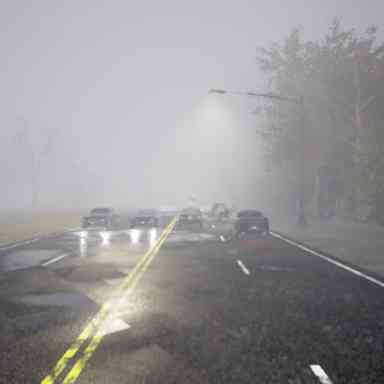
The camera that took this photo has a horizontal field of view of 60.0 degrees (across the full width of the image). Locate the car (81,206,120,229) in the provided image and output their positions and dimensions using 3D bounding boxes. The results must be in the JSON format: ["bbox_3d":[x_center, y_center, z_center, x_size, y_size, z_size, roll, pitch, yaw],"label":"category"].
[{"bbox_3d":[-6.591,1.843,24.432,1.837,1.490,4.892,0,-1,0],"label":"car"}]

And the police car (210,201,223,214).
[{"bbox_3d":[3.276,1.978,41.907,1.930,1.638,5.238,1,-2,0],"label":"police car"}]

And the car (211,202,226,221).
[{"bbox_3d":[3.261,1.888,30.796,2.128,1.511,4.902,1,-2,0],"label":"car"}]

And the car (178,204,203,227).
[{"bbox_3d":[-0.094,1.906,25.883,2.033,1.411,5.357,0,-1,1],"label":"car"}]

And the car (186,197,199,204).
[{"bbox_3d":[0.106,2.001,62.802,2.150,2.045,5.566,-1,1,0],"label":"car"}]

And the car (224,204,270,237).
[{"bbox_3d":[3.242,1.734,19.789,1.882,1.535,5.008,-1,-1,0],"label":"car"}]

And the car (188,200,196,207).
[{"bbox_3d":[0.027,2.545,76.366,1.882,1.535,5.008,0,-1,0],"label":"car"}]

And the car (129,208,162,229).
[{"bbox_3d":[-3.342,1.903,24.519,1.994,1.385,4.181,0,-1,0],"label":"car"}]
